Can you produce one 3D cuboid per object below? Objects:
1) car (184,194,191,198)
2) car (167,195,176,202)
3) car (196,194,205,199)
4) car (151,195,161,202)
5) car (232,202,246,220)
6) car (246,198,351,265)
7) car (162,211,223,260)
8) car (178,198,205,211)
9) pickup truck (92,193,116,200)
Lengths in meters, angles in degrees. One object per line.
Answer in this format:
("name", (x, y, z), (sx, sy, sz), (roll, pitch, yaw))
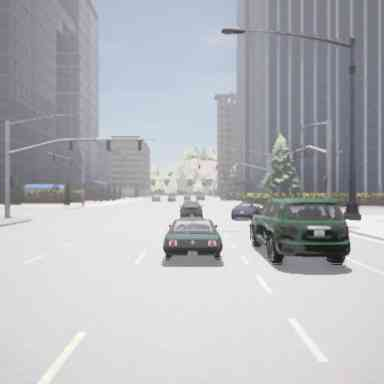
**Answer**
("car", (-1.238, 1.508, 85.661), (2.033, 1.411, 5.357), (0, 0, -1))
("car", (-4.570, 1.458, 74.974), (1.882, 1.535, 5.008), (0, 0, -1))
("car", (2.257, 1.324, 86.050), (2.097, 1.767, 4.553), (0, 0, -1))
("car", (-8.070, 1.505, 74.921), (2.128, 1.511, 4.902), (0, 0, -1))
("car", (4.761, 1.557, 28.009), (1.994, 1.385, 4.181), (0, 0, 24))
("car", (3.536, 1.220, 11.860), (2.150, 2.045, 5.566), (0, 0, 1))
("car", (0.040, 1.597, 12.399), (1.895, 1.301, 4.718), (0, 0, 0))
("car", (-0.088, 1.498, 28.068), (1.837, 1.490, 4.892), (0, 0, -1))
("pickup truck", (-21.282, 1.038, 80.605), (2.390, 2.098, 6.274), (0, 0, 30))
